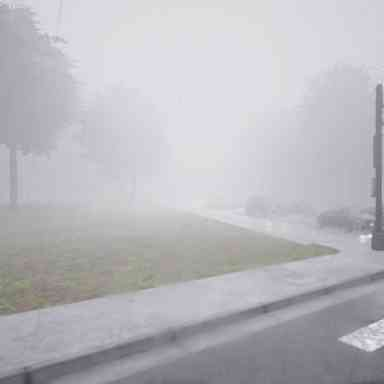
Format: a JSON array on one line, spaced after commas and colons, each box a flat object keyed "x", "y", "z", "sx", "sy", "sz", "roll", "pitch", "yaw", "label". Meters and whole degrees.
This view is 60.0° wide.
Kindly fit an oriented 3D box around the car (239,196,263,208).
[{"x": 9.198, "y": 1.497, "z": 52.255, "sx": 2.097, "sy": 1.767, "sz": 4.553, "roll": 0, "pitch": 0, "yaw": -12, "label": "car"}]

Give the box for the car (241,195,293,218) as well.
[{"x": 6.917, "y": 1.294, "z": 31.487, "sx": 2.150, "sy": 2.045, "sz": 5.566, "roll": 0, "pitch": 0, "yaw": -12, "label": "car"}]

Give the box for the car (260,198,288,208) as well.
[{"x": 12.631, "y": 1.711, "z": 51.715, "sx": 2.033, "sy": 1.411, "sz": 5.357, "roll": 0, "pitch": 0, "yaw": -12, "label": "car"}]

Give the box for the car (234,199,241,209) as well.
[{"x": 6.790, "y": 1.686, "z": 47.654, "sx": 1.994, "sy": 1.385, "sz": 4.181, "roll": 0, "pitch": 0, "yaw": -12, "label": "car"}]

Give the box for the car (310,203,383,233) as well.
[{"x": 9.380, "y": 1.610, "z": 20.073, "sx": 1.994, "sy": 1.385, "sz": 4.181, "roll": 0, "pitch": 0, "yaw": -12, "label": "car"}]

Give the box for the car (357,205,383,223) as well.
[{"x": 15.132, "y": 1.696, "z": 25.545, "sx": 1.895, "sy": 1.301, "sz": 4.718, "roll": 0, "pitch": 0, "yaw": -13, "label": "car"}]

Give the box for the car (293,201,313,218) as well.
[{"x": 10.378, "y": 1.578, "z": 30.879, "sx": 2.128, "sy": 1.511, "sz": 4.902, "roll": 0, "pitch": 0, "yaw": -12, "label": "car"}]

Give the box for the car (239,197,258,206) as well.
[{"x": 10.440, "y": 1.737, "z": 61.871, "sx": 1.994, "sy": 1.385, "sz": 4.181, "roll": 0, "pitch": 0, "yaw": -12, "label": "car"}]

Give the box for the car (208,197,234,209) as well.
[{"x": 3.745, "y": 1.452, "z": 46.357, "sx": 2.097, "sy": 1.767, "sz": 4.553, "roll": 0, "pitch": 0, "yaw": -12, "label": "car"}]
